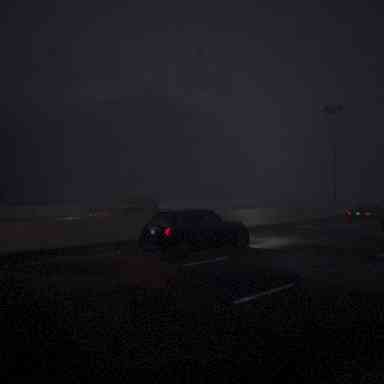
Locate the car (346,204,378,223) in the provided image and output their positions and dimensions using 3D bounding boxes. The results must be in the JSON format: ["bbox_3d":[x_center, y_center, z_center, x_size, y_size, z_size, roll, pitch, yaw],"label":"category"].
[{"bbox_3d":[13.734,1.607,25.862,2.033,1.411,5.357,-1,0,44],"label":"car"}]

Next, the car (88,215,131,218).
[{"bbox_3d":[-4.707,1.656,23.024,5.008,1.535,1.882,0,0,-42],"label":"car"}]

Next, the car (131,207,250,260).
[{"bbox_3d":[0.231,1.434,13.190,4.553,1.767,2.097,0,0,-40],"label":"car"}]

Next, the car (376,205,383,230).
[{"bbox_3d":[13.223,1.594,20.412,4.181,1.385,1.994,0,-1,-45],"label":"car"}]
